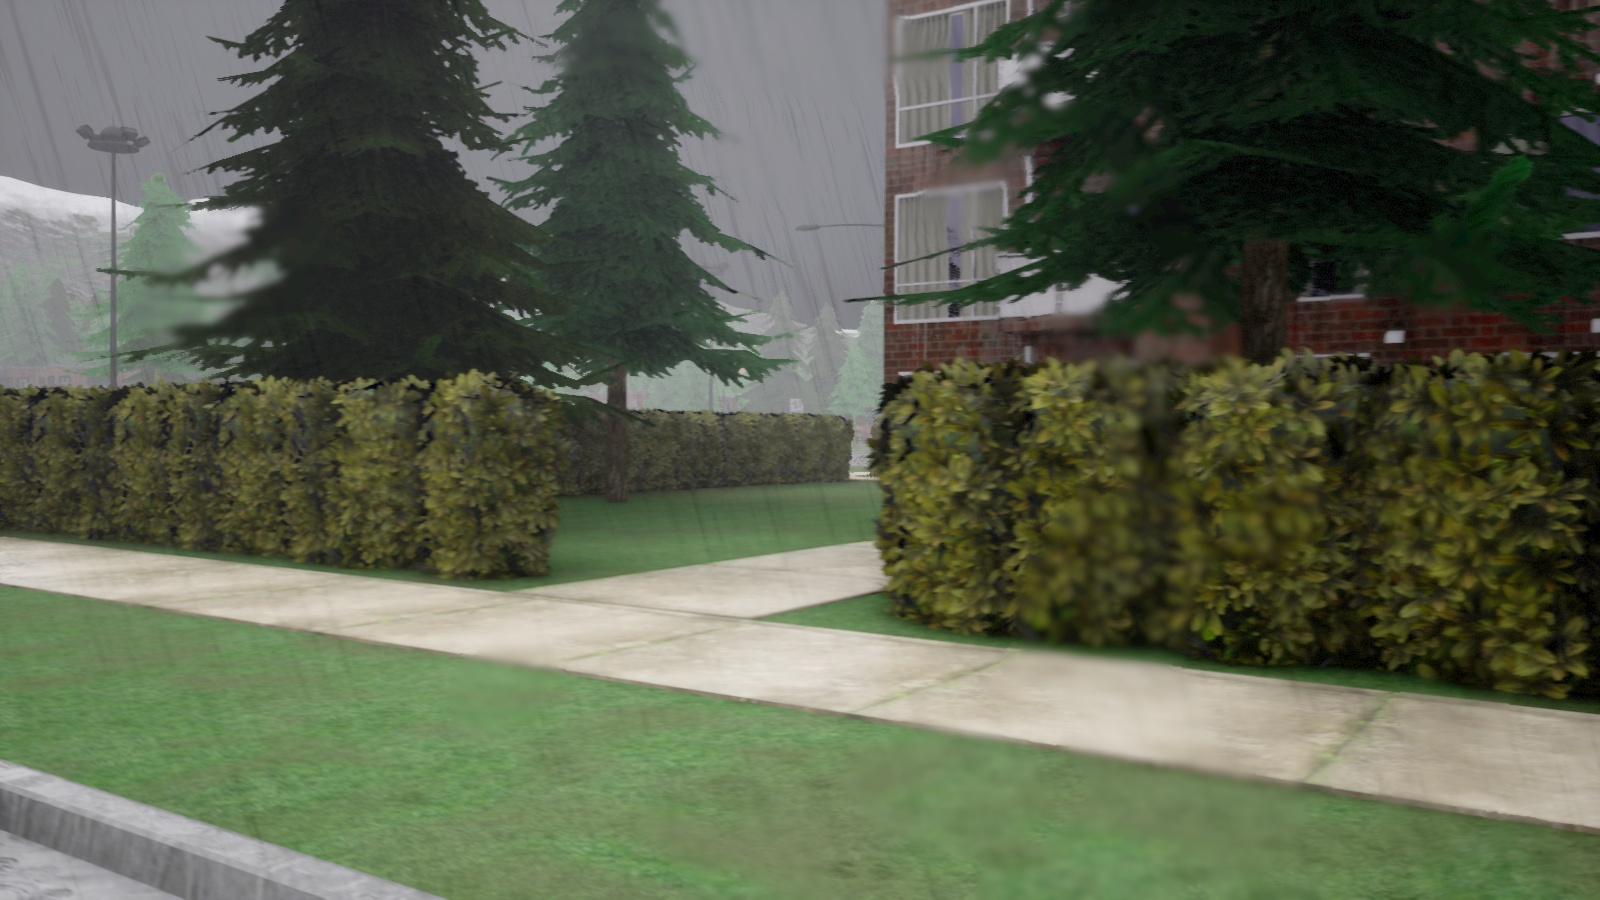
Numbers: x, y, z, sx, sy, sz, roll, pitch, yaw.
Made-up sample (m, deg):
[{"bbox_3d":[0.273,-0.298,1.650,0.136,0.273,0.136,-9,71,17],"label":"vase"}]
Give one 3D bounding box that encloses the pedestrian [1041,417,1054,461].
[{"bbox_3d":[10.546,-0.465,53.482,0.345,1.836,0.594,0,1,35],"label":"pedestrian"}]
